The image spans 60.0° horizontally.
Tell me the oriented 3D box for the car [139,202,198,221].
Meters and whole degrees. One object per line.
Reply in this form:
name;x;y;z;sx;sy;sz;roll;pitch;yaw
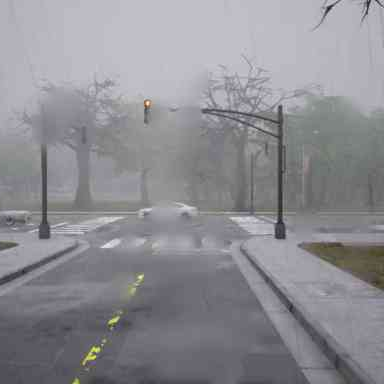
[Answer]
car;-1.828;1.523;26.372;4.674;1.442;1.812;0;0;0

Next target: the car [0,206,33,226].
car;-13.643;1.589;22.932;4.718;1.301;1.895;0;0;0
